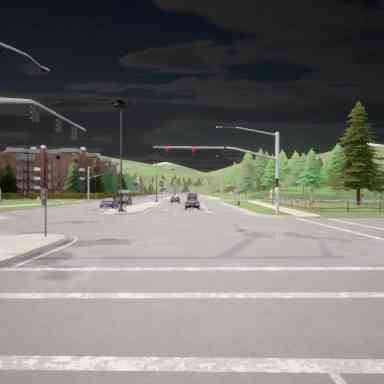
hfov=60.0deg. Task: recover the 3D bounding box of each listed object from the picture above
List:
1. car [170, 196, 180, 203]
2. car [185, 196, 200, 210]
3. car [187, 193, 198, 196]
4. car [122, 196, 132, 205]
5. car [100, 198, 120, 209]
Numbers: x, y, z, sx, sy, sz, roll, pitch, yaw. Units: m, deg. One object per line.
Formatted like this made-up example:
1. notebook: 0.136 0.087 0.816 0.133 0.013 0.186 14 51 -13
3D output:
1. car: -3.438 1.492 68.877 2.128 1.511 4.902 0 0 0
2. car: 0.039 1.601 43.470 1.895 1.301 4.718 0 0 0
3. car: 0.062 1.221 68.905 2.150 2.045 5.566 0 0 0
4. car: -11.507 1.478 57.038 1.882 1.535 5.008 0 0 0
5. car: -11.539 1.526 46.686 1.812 1.442 4.674 0 0 0
